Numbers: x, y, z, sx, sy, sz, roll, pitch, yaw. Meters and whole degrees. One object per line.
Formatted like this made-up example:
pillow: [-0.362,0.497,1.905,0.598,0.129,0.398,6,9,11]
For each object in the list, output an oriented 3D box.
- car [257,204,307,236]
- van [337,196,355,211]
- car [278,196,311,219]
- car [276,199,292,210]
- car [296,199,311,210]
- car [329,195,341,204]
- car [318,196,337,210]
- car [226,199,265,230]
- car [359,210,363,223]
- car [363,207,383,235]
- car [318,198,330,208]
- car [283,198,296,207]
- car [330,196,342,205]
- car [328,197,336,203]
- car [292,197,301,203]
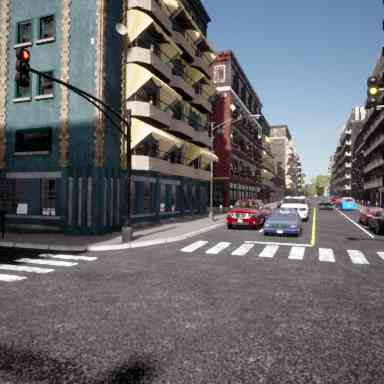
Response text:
car: [5.491,1.682,19.708,2.033,1.411,5.357,0,0,21]
van: [21.353,1.641,45.695,1.690,1.788,3.998,1,0,20]
car: [9.002,1.400,29.074,2.150,2.045,5.566,0,0,21]
car: [13.508,1.818,48.654,1.947,1.339,4.313,1,0,20]
car: [16.168,1.774,48.120,1.837,1.490,4.892,0,0,20]
car: [33.006,1.765,77.023,2.192,1.841,5.009,1,0,20]
car: [19.231,1.781,47.749,2.128,1.511,4.902,0,0,20]
car: [3.802,1.444,22.545,2.192,1.841,5.009,1,0,20]
car: [13.579,1.783,24.809,1.802,1.307,4.206,1,0,20]
car: [11.637,1.743,19.587,1.947,1.339,4.313,1,0,20]
car: [22.850,1.862,57.480,1.812,1.442,4.674,0,0,20]
car: [17.392,1.867,59.097,1.947,1.339,4.313,1,0,20]
car: [31.064,1.740,71.802,2.192,1.841,5.009,1,0,20]
car: [36.946,2.027,87.626,1.752,1.417,4.829,1,0,20]
car: [25.161,1.946,79.983,1.887,1.381,4.507,1,0,20]
